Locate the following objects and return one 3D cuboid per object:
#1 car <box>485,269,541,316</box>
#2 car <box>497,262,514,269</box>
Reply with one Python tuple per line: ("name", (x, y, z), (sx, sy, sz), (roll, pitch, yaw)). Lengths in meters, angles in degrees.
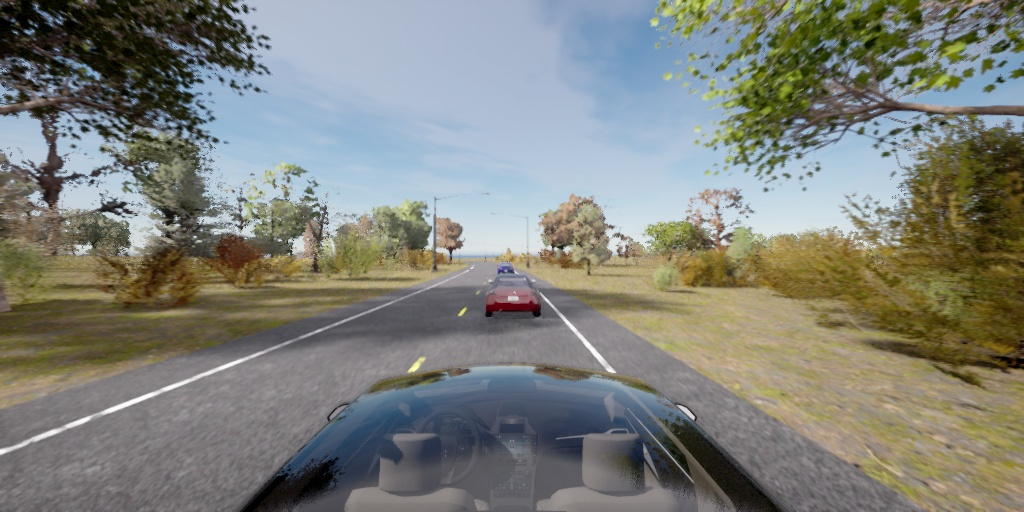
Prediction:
("car", (0.012, 1.375, 13.817), (1.994, 1.385, 4.181), (0, 0, -1))
("car", (-0.779, 1.468, 41.911), (1.812, 1.442, 4.674), (0, 0, -3))
